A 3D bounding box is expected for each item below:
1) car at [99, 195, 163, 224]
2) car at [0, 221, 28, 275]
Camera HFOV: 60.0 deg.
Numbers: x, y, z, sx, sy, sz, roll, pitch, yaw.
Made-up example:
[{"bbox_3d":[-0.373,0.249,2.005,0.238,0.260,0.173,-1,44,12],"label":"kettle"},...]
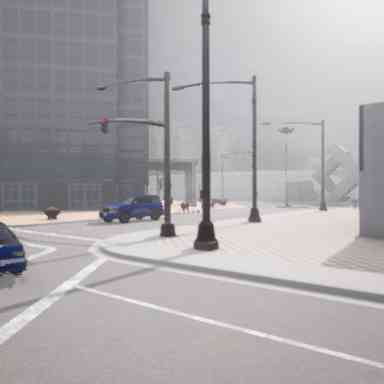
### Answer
[{"bbox_3d":[-4.640,1.278,26.174,2.150,2.045,5.566,0,0,36],"label":"car"},{"bbox_3d":[-6.283,1.589,9.911,2.033,1.411,5.357,0,0,-37],"label":"car"}]
